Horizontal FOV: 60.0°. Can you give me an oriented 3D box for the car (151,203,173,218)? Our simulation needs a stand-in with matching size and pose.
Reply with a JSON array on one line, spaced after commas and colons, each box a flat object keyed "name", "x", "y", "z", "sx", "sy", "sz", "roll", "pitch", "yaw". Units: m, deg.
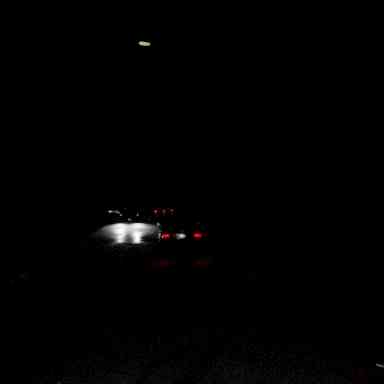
[{"name": "car", "x": -2.984, "y": 1.900, "z": 33.322, "sx": 2.097, "sy": 1.767, "sz": 4.553, "roll": -1, "pitch": -1, "yaw": -10}]

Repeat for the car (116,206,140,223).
[{"name": "car", "x": -5.825, "y": 2.139, "z": 31.139, "sx": 1.895, "sy": 1.301, "sz": 4.718, "roll": -1, "pitch": -1, "yaw": -10}]

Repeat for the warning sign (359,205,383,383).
[{"name": "warning sign", "x": 2.672, "y": 1.147, "z": 3.325, "sx": 1.300, "sy": 1.860, "sz": 1.060, "roll": 4, "pitch": 3, "yaw": -1}]

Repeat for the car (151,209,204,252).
[{"name": "car", "x": -0.594, "y": 1.728, "z": 14.892, "sx": 2.033, "sy": 1.411, "sz": 5.357, "roll": 0, "pitch": -1, "yaw": -5}]

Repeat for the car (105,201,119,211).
[{"name": "car", "x": -16.643, "y": 3.218, "z": 70.875, "sx": 1.882, "sy": 1.535, "sz": 5.008, "roll": -1, "pitch": -1, "yaw": -21}]
